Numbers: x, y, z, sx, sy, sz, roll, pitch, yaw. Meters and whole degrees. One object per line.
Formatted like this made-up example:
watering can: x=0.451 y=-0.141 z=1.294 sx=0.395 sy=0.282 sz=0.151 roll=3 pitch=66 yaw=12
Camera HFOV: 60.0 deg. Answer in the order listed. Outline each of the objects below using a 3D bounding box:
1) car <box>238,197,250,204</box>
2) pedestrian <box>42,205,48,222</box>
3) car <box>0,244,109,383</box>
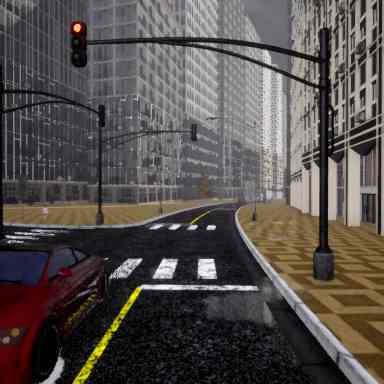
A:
car: x=10.840 y=1.733 z=69.047 sx=1.882 sy=1.535 sz=5.008 roll=0 pitch=0 yaw=19
pedestrian: x=-9.298 y=1.345 z=21.024 sx=0.500 sy=1.100 sz=0.500 roll=0 pitch=0 yaw=17
car: x=-2.711 y=1.563 z=5.262 sx=1.994 sy=1.385 sz=4.181 roll=0 pitch=0 yaw=0
